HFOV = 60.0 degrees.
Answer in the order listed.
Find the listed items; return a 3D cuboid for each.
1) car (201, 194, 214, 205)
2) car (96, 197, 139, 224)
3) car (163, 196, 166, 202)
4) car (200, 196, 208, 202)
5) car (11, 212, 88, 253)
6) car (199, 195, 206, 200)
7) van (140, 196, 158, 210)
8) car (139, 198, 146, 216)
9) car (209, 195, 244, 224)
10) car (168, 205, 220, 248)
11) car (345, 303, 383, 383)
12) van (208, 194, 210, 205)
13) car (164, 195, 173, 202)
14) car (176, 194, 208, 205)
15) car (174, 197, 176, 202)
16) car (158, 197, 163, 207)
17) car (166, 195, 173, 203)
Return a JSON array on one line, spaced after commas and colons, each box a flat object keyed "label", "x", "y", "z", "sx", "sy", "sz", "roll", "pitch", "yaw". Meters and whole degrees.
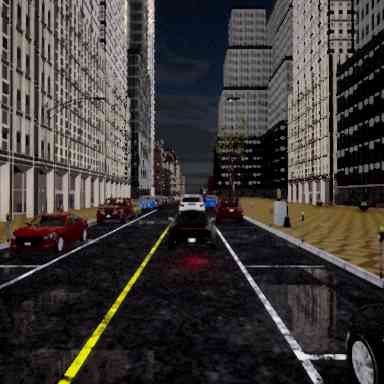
[{"label": "car", "x": 2.705, "y": 1.349, "z": 59.243, "sx": 2.192, "sy": 1.841, "sz": 5.009, "roll": 0, "pitch": 0, "yaw": 0}, {"label": "car", "x": -5.684, "y": 1.323, "z": 25.135, "sx": 2.192, "sy": 1.841, "sz": 5.009, "roll": 0, "pitch": 0, "yaw": 0}, {"label": "car", "x": -5.686, "y": 1.553, "z": 53.409, "sx": 1.752, "sy": 1.417, "sz": 4.829, "roll": 0, "pitch": 0, "yaw": 0}, {"label": "car", "x": 2.677, "y": 1.638, "z": 76.309, "sx": 1.802, "sy": 1.307, "sz": 4.206, "roll": 0, "pitch": 0, "yaw": 0}, {"label": "car", "x": -5.686, "y": 1.547, "z": 13.756, "sx": 1.887, "sy": 1.381, "sz": 4.507, "roll": 0, "pitch": 0, "yaw": 0}, {"label": "car", "x": 3.000, "y": 1.540, "z": 95.075, "sx": 1.801, "sy": 1.575, "sz": 5.366, "roll": 0, "pitch": 0, "yaw": 0}, {"label": "van", "x": -5.685, "y": 1.360, "z": 42.201, "sx": 1.690, "sy": 1.788, "sz": 3.998, "roll": 0, "pitch": 0, "yaw": 0}, {"label": "car", "x": -5.686, "y": 1.536, "z": 30.653, "sx": 1.752, "sy": 1.417, "sz": 4.829, "roll": 0, "pitch": 0, "yaw": 0}, {"label": "car", "x": 2.701, "y": 1.323, "z": 25.109, "sx": 2.192, "sy": 1.841, "sz": 5.009, "roll": 0, "pitch": 0, "yaw": 0}, {"label": "car", "x": 0.000, "y": 1.520, "z": 14.650, "sx": 1.837, "sy": 1.490, "sz": 4.892, "roll": 0, "pitch": 0, "yaw": 0}, {"label": "car", "x": 2.695, "y": 1.550, "z": 2.353, "sx": 2.008, "sy": 1.369, "sz": 4.403, "roll": 0, "pitch": 0, "yaw": 0}, {"label": "van", "x": 2.703, "y": 1.364, "z": 47.864, "sx": 1.690, "sy": 1.788, "sz": 3.998, "roll": 0, "pitch": 0, "yaw": 0}, {"label": "car", "x": -5.685, "y": 1.505, "z": 82.024, "sx": 1.967, "sy": 1.590, "sz": 4.097, "roll": 0, "pitch": 0, "yaw": 0}, {"label": "car", "x": 0.000, "y": 1.269, "z": 29.681, "sx": 2.150, "sy": 2.045, "sz": 5.566, "roll": 0, "pitch": 0, "yaw": 0}, {"label": "car", "x": -3.001, "y": 1.493, "z": 75.938, "sx": 1.882, "sy": 1.535, "sz": 5.008, "roll": 0, "pitch": 0, "yaw": 0}, {"label": "car", "x": -5.685, "y": 1.463, "z": 47.890, "sx": 1.967, "sy": 1.590, "sz": 4.097, "roll": 0, "pitch": 0, "yaw": 0}, {"label": "car", "x": -5.686, "y": 1.599, "z": 70.646, "sx": 2.008, "sy": 1.369, "sz": 4.403, "roll": 0, "pitch": 0, "yaw": 0}]
